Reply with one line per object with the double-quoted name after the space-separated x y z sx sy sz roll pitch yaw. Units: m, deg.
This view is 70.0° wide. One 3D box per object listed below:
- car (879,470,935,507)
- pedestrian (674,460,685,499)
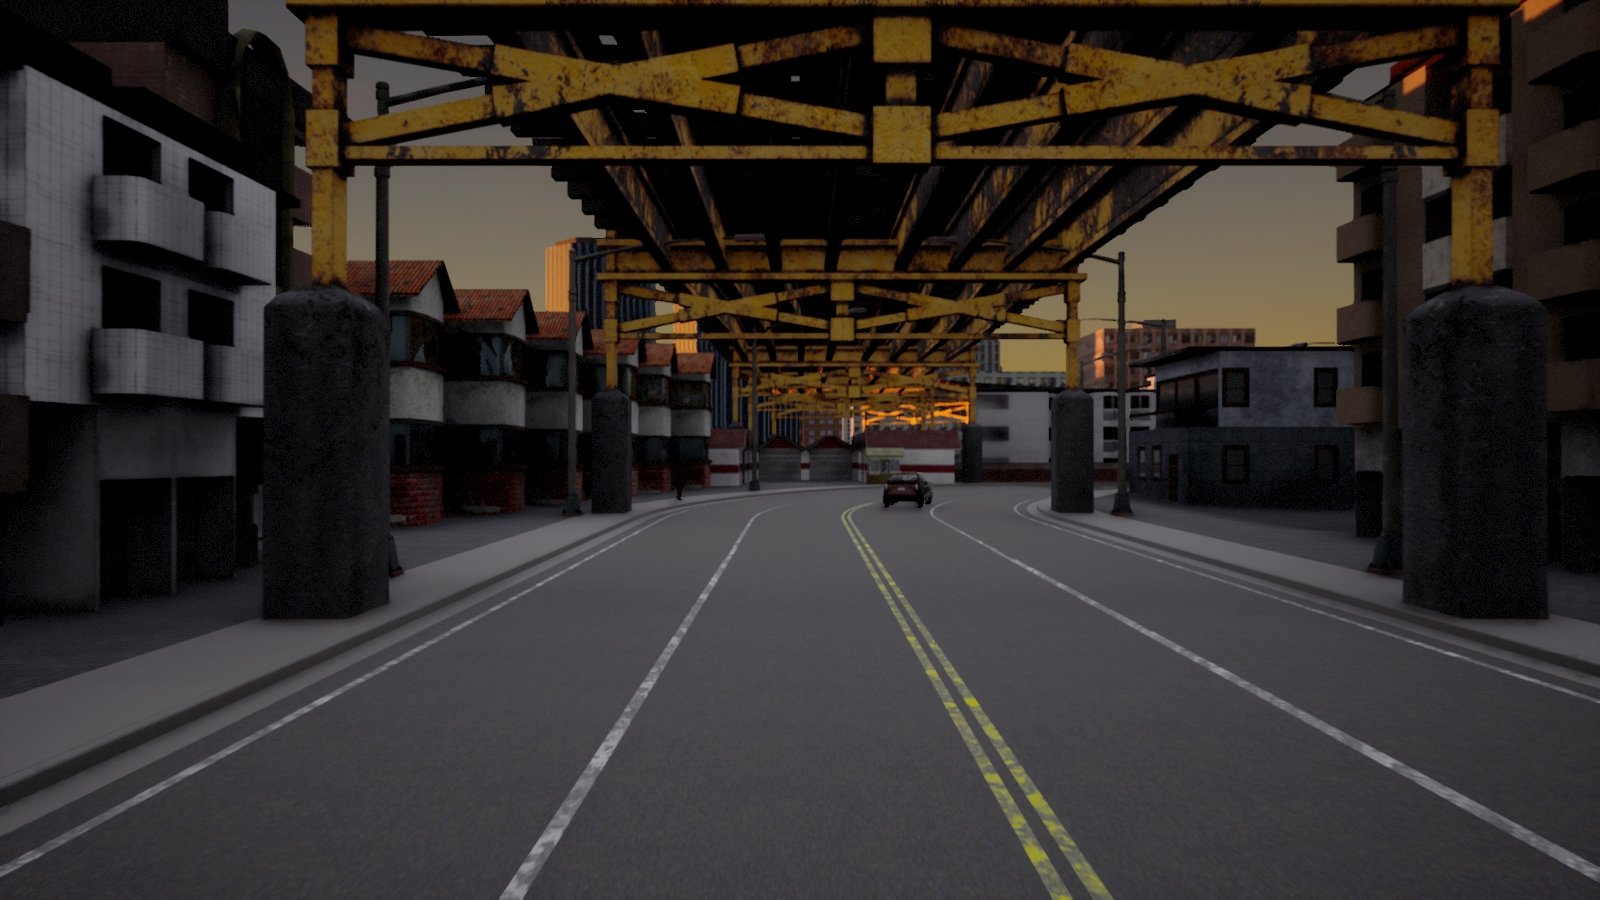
5.024 1.750 53.052 2.007 1.525 4.514 0 0 13 "car"
-5.784 1.429 54.804 0.375 1.860 0.375 0 0 22 "pedestrian"
